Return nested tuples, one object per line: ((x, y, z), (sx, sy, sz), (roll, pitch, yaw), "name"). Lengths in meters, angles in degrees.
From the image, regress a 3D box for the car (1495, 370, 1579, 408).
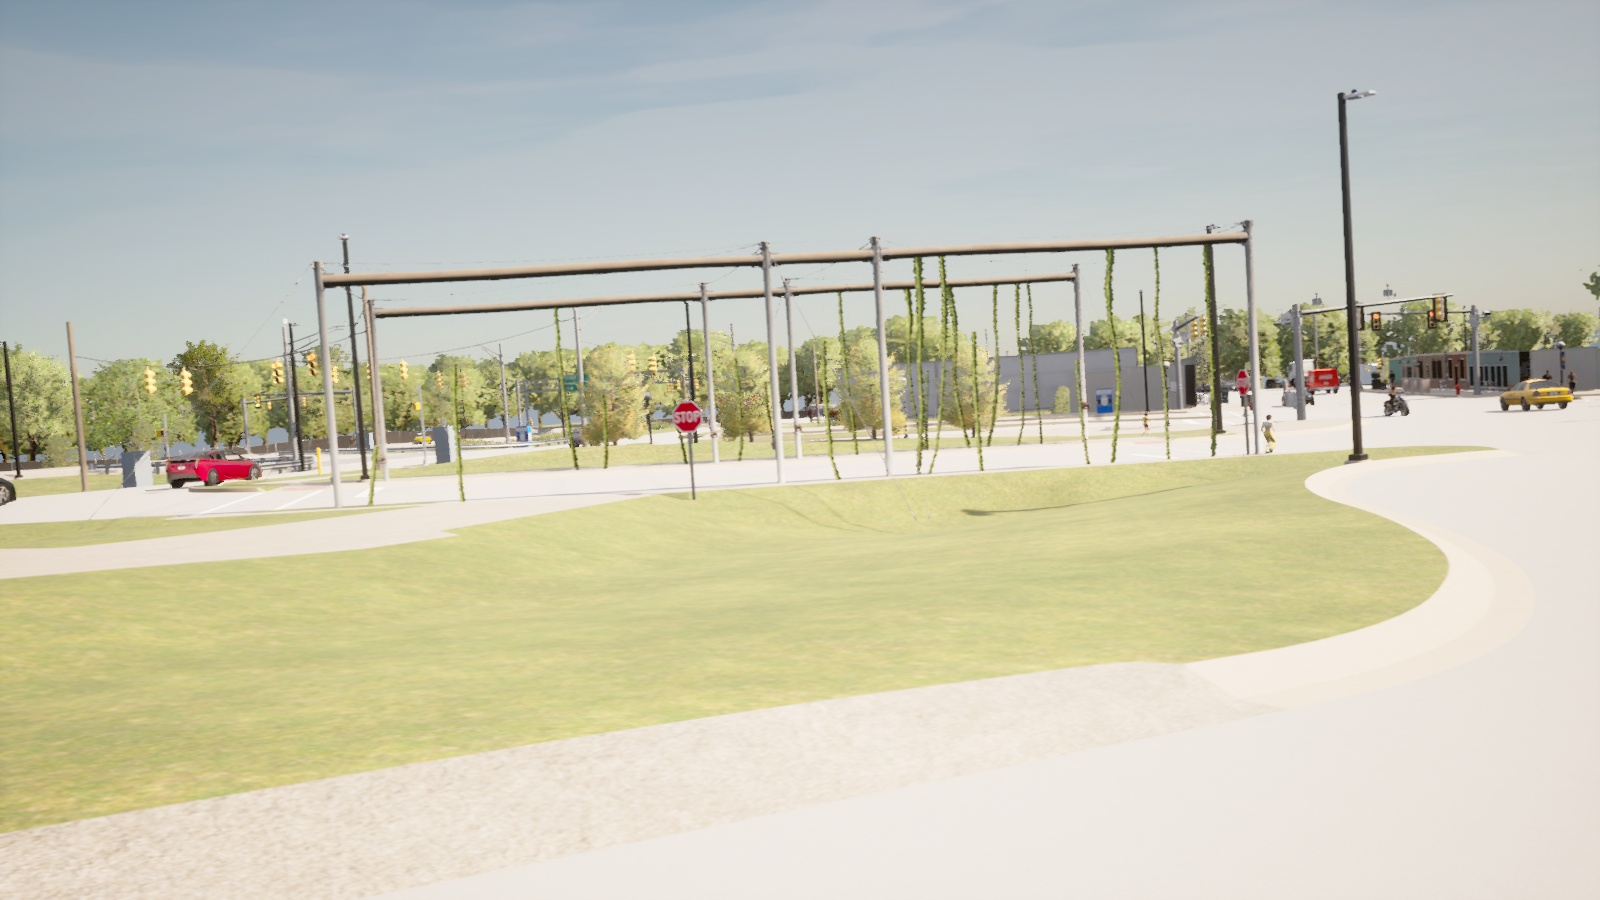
((34.925, -2.853, 59.653), (1.801, 1.575, 5.366), (-4, 1, 12), "car")

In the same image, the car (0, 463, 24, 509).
((-27.872, 1.317, 41.033), (1.970, 1.475, 3.806), (-3, 1, 20), "car")

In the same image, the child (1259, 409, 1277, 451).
((14.180, -0.606, 38.068), (0.437, 1.263, 0.270), (-7, 4, -39), "child")

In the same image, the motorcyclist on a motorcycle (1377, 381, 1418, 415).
((30.454, -2.642, 64.029), (0.766, 1.649, 2.350), (-5, 2, -2), "motorcyclist on a motorcycle")

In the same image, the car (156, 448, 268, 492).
((-24.819, 0.818, 53.189), (2.007, 1.525, 4.514), (-4, 1, 9), "car")

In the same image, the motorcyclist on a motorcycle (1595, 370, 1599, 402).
((38.723, -3.067, 59.806), (0.797, 1.523, 2.044), (-3, 1, 14), "motorcyclist on a motorcycle")
